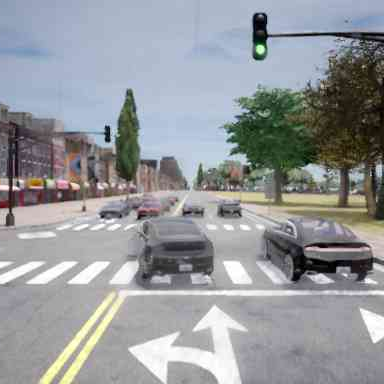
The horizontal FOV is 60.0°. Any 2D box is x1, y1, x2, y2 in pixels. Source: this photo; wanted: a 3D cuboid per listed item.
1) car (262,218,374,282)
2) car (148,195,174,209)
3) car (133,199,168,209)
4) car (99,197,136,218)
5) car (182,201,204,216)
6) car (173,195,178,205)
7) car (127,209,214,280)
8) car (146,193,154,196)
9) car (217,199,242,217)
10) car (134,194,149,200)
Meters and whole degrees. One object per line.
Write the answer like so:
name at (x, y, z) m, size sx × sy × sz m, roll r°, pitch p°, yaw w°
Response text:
car at (3.351, 1.499, 9.781) m, size 2.128 × 1.511 × 4.902 m, roll 0°, pitch 0°, yaw 0°
car at (-3.341, 1.385, 36.249) m, size 1.994 × 1.385 × 4.181 m, roll 0°, pitch 1°, yaw 0°
car at (-3.345, 1.517, 27.445) m, size 1.895 × 1.301 × 4.718 m, roll 0°, pitch 1°, yaw 0°
car at (-6.591, 1.449, 29.170) m, size 2.033 × 1.411 × 5.357 m, roll 0°, pitch 1°, yaw 0°
car at (0.107, 1.490, 30.377) m, size 1.895 × 1.301 × 4.718 m, roll 0°, pitch 1°, yaw 0°
car at (-3.312, 1.287, 46.244) m, size 1.895 × 1.301 × 4.718 m, roll 0°, pitch 1°, yaw 0°
car at (-0.767, 1.512, 10.151) m, size 1.837 × 1.490 × 4.892 m, roll 1°, pitch 0°, yaw -15°
car at (-6.543, 0.998, 49.209) m, size 2.097 × 1.767 × 4.553 m, roll 0°, pitch 1°, yaw 0°
car at (3.356, 1.381, 30.352) m, size 2.128 × 1.511 × 4.902 m, roll 0°, pitch 1°, yaw 0°
car at (-6.583, 1.291, 38.992) m, size 1.837 × 1.490 × 4.892 m, roll 0°, pitch 1°, yaw 0°
